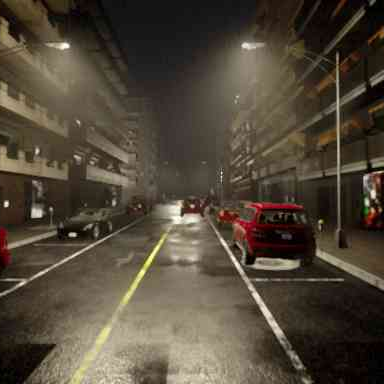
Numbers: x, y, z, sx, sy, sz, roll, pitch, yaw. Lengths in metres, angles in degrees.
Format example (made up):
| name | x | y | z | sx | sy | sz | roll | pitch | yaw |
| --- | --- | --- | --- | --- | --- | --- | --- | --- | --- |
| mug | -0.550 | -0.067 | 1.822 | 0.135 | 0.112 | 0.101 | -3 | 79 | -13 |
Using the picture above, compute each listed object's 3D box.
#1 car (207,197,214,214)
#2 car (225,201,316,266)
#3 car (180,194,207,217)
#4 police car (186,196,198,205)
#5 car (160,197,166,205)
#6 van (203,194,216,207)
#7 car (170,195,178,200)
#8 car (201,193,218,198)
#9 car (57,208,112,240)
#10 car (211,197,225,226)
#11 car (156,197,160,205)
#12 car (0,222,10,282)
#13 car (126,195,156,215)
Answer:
| name | x | y | z | sx | sy | sz | roll | pitch | yaw |
| --- | --- | --- | --- | --- | --- | --- | --- | --- | --- |
| car | 2.560 | 1.529 | 33.490 | 1.802 | 1.307 | 4.206 | 1 | 0 | 0 |
| car | 2.558 | 1.289 | 11.363 | 2.192 | 1.841 | 5.009 | 1 | 0 | 0 |
| car | 0.044 | 1.311 | 30.959 | 2.097 | 1.767 | 4.553 | 0 | 0 | 1 |
| police car | 0.027 | 1.468 | 59.344 | 2.038 | 1.542 | 4.974 | 0 | 0 | 0 |
| car | -5.280 | 1.533 | 55.673 | 1.802 | 1.307 | 4.206 | 1 | 0 | 0 |
| van | 2.570 | 1.288 | 50.084 | 1.690 | 1.788 | 3.998 | 1 | 0 | 0 |
| car | -5.266 | 1.547 | 93.753 | 1.947 | 1.339 | 4.313 | 1 | 0 | 0 |
| car | 2.569 | 1.260 | 44.552 | 2.192 | 1.841 | 5.009 | 1 | 0 | 0 |
| car | -5.292 | 1.531 | 16.958 | 1.947 | 1.339 | 4.313 | 1 | 0 | 0 |
| car | 2.559 | 1.397 | 22.427 | 1.967 | 1.590 | 4.097 | 1 | 0 | 0 |
| car | -5.285 | 1.490 | 39.079 | 1.887 | 1.381 | 4.507 | 1 | 0 | 0 |
| car | -5.289 | 1.301 | 5.895 | 2.192 | 1.841 | 5.009 | 1 | 0 | 0 |
| car | -5.281 | 1.262 | 33.547 | 2.192 | 1.841 | 5.009 | 1 | 0 | 0 |
